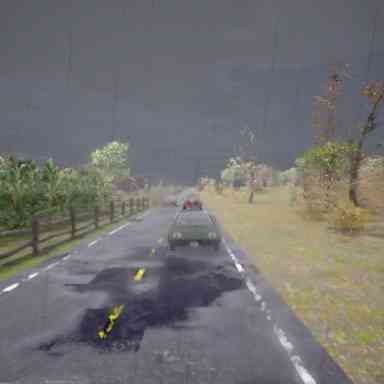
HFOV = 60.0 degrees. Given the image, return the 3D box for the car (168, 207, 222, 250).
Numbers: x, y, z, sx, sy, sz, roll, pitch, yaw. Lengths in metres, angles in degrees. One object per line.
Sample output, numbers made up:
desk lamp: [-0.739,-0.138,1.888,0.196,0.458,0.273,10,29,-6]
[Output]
car: [0.089,1.492,13.635,1.895,1.301,4.718,0,0,0]

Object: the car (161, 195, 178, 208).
car: [-2.799,1.118,42.182,1.882,1.535,5.008,0,0,0]

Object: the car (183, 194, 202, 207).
car: [0.062,1.031,38.021,2.097,1.767,4.553,0,1,0]
